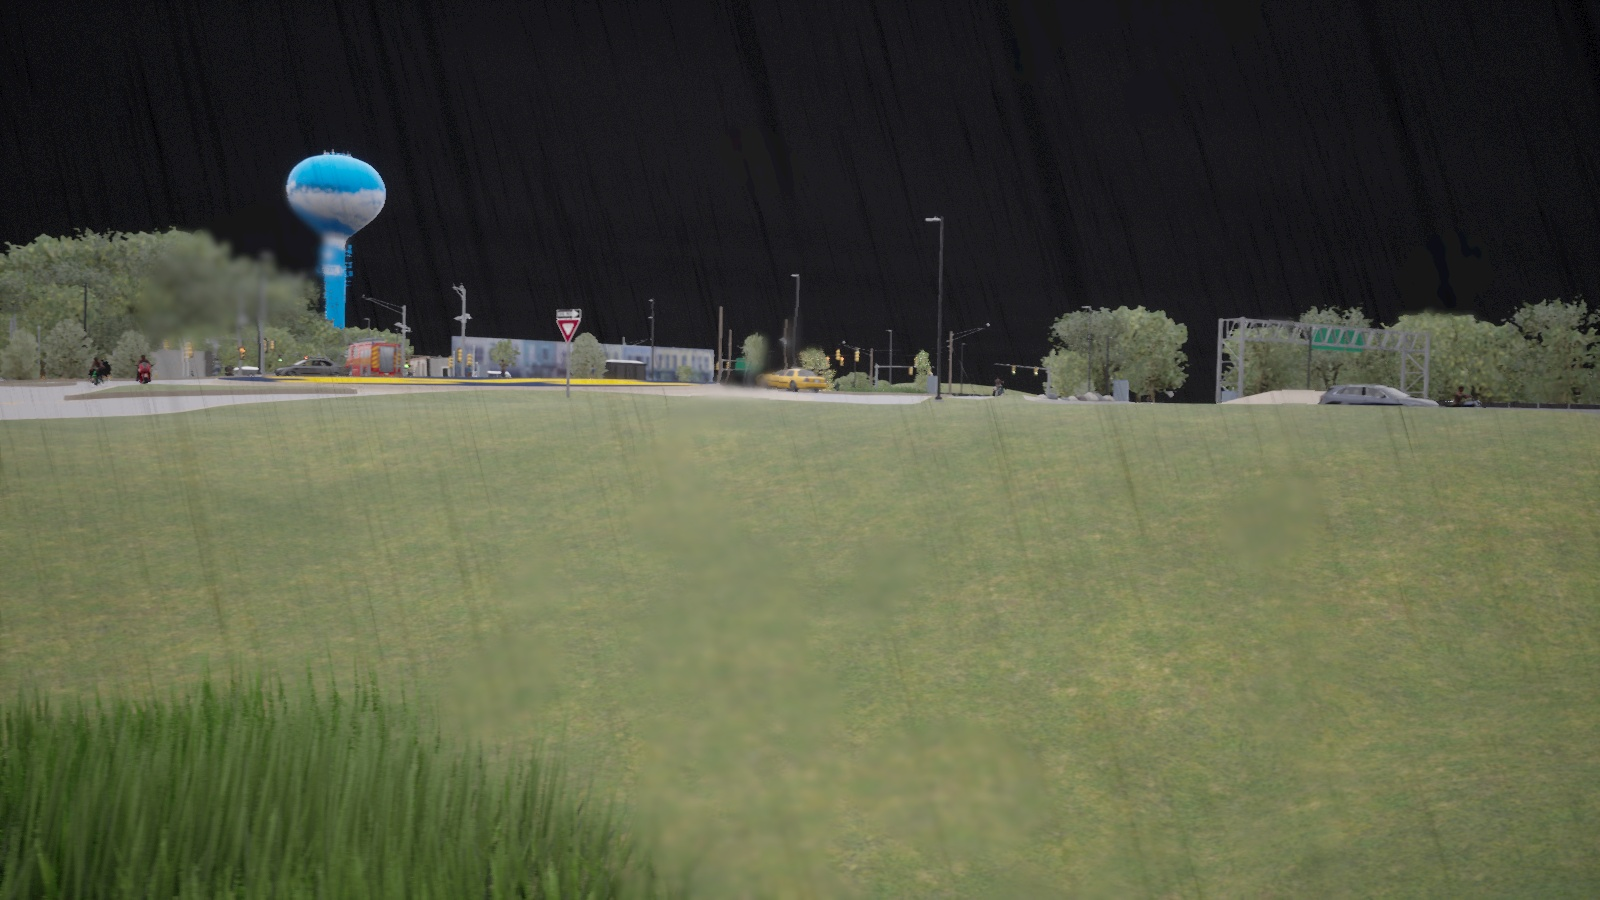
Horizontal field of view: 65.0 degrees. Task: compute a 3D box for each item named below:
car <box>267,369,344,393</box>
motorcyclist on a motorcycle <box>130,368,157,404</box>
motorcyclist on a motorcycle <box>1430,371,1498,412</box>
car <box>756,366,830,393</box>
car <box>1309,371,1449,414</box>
[{"bbox_3d":[-31.532,-4.391,80.160,4.193,1.474,1.816,-3,3,-40],"label":"car"},{"bbox_3d":[-29.046,-2.838,55.520,0.797,1.523,2.044,-4,5,-33],"label":"motorcyclist on a motorcycle"},{"bbox_3d":[27.944,-2.480,52.859,0.766,1.649,2.350,-2,4,-41],"label":"motorcyclist on a motorcycle"},{"bbox_3d":[-0.497,-4.413,78.560,1.801,1.575,5.366,-1,4,-36],"label":"car"},{"bbox_3d":[23.965,-2.436,52.154,2.033,1.649,4.856,-4,5,-37],"label":"car"}]
